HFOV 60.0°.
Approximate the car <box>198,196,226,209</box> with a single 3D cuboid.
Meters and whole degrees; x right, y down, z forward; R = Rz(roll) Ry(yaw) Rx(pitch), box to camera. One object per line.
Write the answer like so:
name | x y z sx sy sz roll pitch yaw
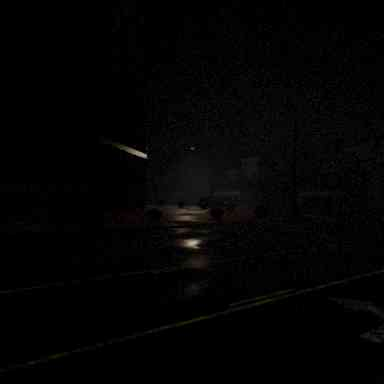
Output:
car | 3.199 1.705 54.049 2.150 2.045 5.566 2 -1 -35
